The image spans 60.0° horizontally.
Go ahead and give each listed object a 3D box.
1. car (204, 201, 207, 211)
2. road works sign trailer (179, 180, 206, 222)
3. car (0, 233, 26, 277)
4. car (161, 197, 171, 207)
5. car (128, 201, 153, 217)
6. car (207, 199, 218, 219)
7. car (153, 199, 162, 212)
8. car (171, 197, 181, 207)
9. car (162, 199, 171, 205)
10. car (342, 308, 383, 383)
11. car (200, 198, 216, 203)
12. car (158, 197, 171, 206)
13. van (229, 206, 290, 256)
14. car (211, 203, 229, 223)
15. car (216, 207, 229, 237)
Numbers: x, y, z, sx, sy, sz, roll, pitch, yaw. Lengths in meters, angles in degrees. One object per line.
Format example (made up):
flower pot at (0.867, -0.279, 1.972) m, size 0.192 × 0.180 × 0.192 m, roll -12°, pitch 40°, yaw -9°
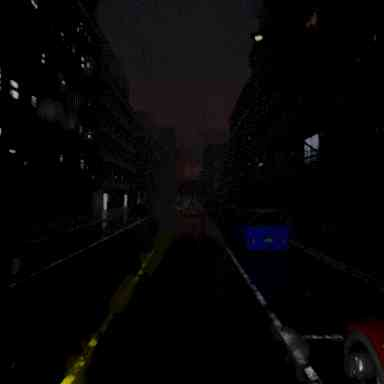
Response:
car at (2.682, 1.915, 36.056) m, size 2.008 × 1.369 × 4.403 m, roll 0°, pitch -1°, yaw 0°
road works sign trailer at (0.007, 0.764, 29.580) m, size 2.380 × 3.560 × 2.880 m, roll 0°, pitch -1°, yaw 0°
car at (-5.691, 1.626, 7.877) m, size 1.887 × 1.381 × 4.507 m, roll 0°, pitch -1°, yaw 0°
car at (-5.707, 2.078, 64.240) m, size 1.967 × 1.590 × 4.097 m, roll 0°, pitch -1°, yaw 0°
car at (-5.699, 1.930, 36.057) m, size 1.947 × 1.339 × 4.313 m, roll 0°, pitch -1°, yaw 0°
car at (2.683, 1.748, 30.422) m, size 1.967 × 1.590 × 4.097 m, roll 0°, pitch -1°, yaw 0°
car at (-5.702, 1.998, 47.160) m, size 1.752 × 1.417 × 4.829 m, roll 0°, pitch -1°, yaw 0°
car at (-3.046, 2.138, 64.575) m, size 2.128 × 1.511 × 4.902 m, roll 0°, pitch -1°, yaw 1°
car at (-5.711, 2.329, 75.511) m, size 1.802 × 1.307 × 4.206 m, roll 0°, pitch -1°, yaw 0°
car at (2.692, 1.465, 2.241) m, size 1.967 × 1.590 × 4.097 m, roll 0°, pitch -1°, yaw 0°
car at (2.680, 1.790, 47.331) m, size 2.192 × 1.841 × 5.009 m, roll 0°, pitch -1°, yaw 0°
car at (-5.708, 2.008, 69.878) m, size 2.192 × 1.841 × 5.009 m, roll 0°, pitch -1°, yaw 0°
van at (2.689, 1.480, 13.514) m, size 1.690 × 1.788 × 3.998 m, roll 0°, pitch -1°, yaw 0°
car at (2.685, 1.797, 24.785) m, size 1.887 × 1.381 × 4.507 m, roll 0°, pitch -1°, yaw 0°
car at (2.686, 1.762, 19.148) m, size 1.947 × 1.339 × 4.313 m, roll 0°, pitch -1°, yaw 0°
